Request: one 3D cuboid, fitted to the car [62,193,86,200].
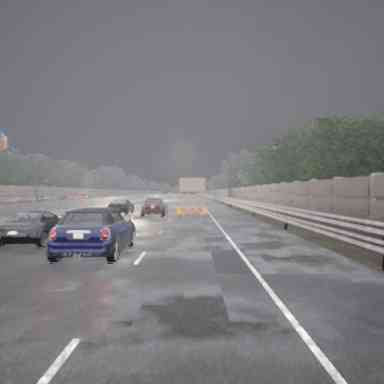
[{"bbox_3d":[-20.995,1.199,60.452,2.150,2.045,5.566,0,0,1],"label":"car"}]

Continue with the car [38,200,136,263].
[{"bbox_3d":[-3.395,1.329,12.064,2.097,1.767,4.553,0,0,0],"label":"car"}]

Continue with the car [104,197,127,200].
[{"bbox_3d":[-6.888,1.436,32.681,1.882,1.535,5.008,0,0,0],"label":"car"}]

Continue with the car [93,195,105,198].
[{"bbox_3d":[-17.499,1.328,62.762,2.097,1.767,4.553,0,0,1],"label":"car"}]

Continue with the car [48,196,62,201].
[{"bbox_3d":[-24.494,1.479,60.485,1.837,1.490,4.892,0,0,0],"label":"car"}]

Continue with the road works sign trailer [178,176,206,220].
[{"bbox_3d":[0.011,0.425,28.051,2.380,3.560,2.880,0,0,0],"label":"road works sign trailer"}]

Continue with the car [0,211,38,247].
[{"bbox_3d":[-6.894,1.538,14.815,1.994,1.385,4.181,0,0,0],"label":"car"}]

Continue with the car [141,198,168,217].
[{"bbox_3d":[-3.388,1.311,30.774,2.097,1.767,4.553,0,0,0],"label":"car"}]
